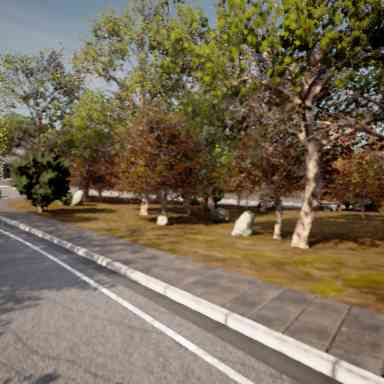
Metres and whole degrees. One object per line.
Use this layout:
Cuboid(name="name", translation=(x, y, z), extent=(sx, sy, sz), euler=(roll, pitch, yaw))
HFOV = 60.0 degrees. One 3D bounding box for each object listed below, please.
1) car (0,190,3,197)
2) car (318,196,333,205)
Cuboid(name="car", translation=(-21.993, -0.064, 35.494), extent=(1.812, 1.442, 4.674), euler=(2, 3, -8))
Cuboid(name="car", translation=(33.790, 2.159, 88.205), extent=(5.566, 2.045, 2.435), euler=(3, 2, -27))
